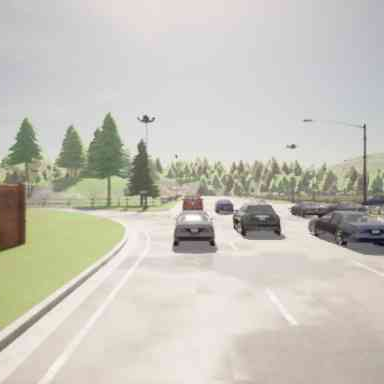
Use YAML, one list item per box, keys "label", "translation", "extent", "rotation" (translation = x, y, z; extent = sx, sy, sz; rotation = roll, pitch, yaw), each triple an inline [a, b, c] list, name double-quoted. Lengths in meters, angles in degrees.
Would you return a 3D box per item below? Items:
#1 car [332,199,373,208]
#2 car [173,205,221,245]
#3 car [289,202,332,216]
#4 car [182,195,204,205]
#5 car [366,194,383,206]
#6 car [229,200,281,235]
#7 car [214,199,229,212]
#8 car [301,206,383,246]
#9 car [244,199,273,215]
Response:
- label: "car"
  translation: [14.085, 1.615, 30.823]
  extent: [2.033, 1.411, 5.357]
  rotation: [0, 0, 0]
- label: "car"
  translation: [0.092, 1.582, 15.760]
  extent: [2.033, 1.411, 5.357]
  rotation: [0, 0, 0]
- label: "car"
  translation: [10.585, 1.615, 30.792]
  extent: [2.033, 1.411, 5.357]
  rotation: [0, 0, 0]
- label: "car"
  translation: [0.083, 1.298, 35.242]
  extent: [2.150, 2.045, 5.566]
  rotation: [0, 0, 0]
- label: "car"
  translation: [28.247, 1.328, 49.798]
  extent: [5.566, 2.045, 2.150]
  rotation: [0, 0, 34]
- label: "car"
  translation: [3.590, 1.394, 19.162]
  extent: [2.097, 1.767, 4.553]
  rotation: [0, 0, 0]
- label: "car"
  translation: [3.582, 1.560, 37.669]
  extent: [1.882, 1.535, 5.008]
  rotation: [0, 0, 0]
- label: "car"
  translation: [7.092, 1.581, 15.357]
  extent: [2.033, 1.411, 5.357]
  rotation: [0, 0, 0]
- label: "car"
  translation: [7.082, 1.570, 36.100]
  extent: [2.128, 1.511, 4.902]
  rotation: [0, 0, 0]
